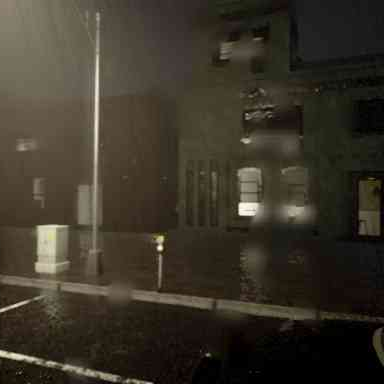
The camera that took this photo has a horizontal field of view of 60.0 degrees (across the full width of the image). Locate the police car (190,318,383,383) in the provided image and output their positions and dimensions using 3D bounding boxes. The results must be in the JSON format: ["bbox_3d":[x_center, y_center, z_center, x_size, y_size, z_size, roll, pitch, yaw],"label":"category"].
[{"bbox_3d":[2.534,1.482,2.242,5.238,1.638,1.930,0,-1,20],"label":"police car"}]
